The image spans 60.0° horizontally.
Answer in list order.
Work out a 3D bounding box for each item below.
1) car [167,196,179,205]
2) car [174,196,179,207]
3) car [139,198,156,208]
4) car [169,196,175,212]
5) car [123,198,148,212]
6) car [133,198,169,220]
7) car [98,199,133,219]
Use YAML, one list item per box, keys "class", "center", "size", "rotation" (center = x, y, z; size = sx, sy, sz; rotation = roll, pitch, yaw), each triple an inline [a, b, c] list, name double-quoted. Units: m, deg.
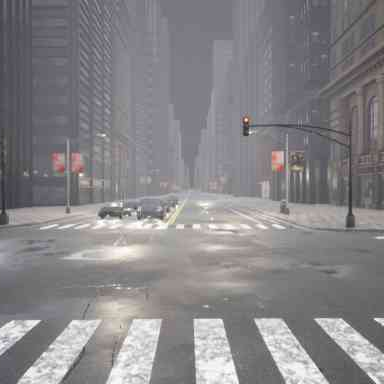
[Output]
- class: "car"
  center: [-3.286, 1.454, 57.788]
  size: [1.837, 1.490, 4.892]
  rotation: [0, 0, 0]
- class: "car"
  center: [-3.329, 1.529, 47.414]
  size: [1.994, 1.385, 4.181]
  rotation: [0, 0, 0]
- class: "car"
  center: [-6.575, 1.564, 49.483]
  size: [1.895, 1.301, 4.718]
  rotation: [0, 0, 0]
- class: "car"
  center: [-3.328, 1.523, 37.515]
  size: [2.033, 1.411, 5.357]
  rotation: [0, 0, 0]
- class: "car"
  center: [-6.576, 1.522, 39.397]
  size: [2.033, 1.411, 5.357]
  rotation: [0, 0, 0]
- class: "car"
  center: [-3.333, 1.337, 28.040]
  size: [2.097, 1.767, 4.553]
  rotation: [0, 0, 0]
- class: "car"
  center: [-6.557, 1.531, 29.298]
  size: [2.033, 1.411, 5.357]
  rotation: [0, 0, 4]
